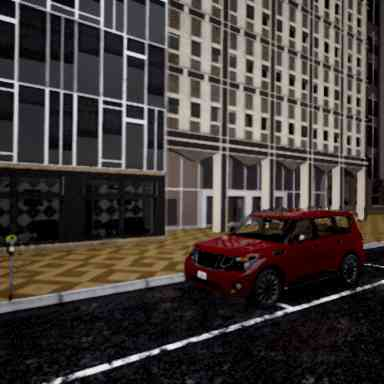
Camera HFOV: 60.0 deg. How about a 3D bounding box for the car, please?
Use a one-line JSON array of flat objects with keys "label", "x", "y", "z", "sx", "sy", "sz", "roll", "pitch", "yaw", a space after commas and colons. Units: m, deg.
[{"label": "car", "x": 2.257, "y": 1.379, "z": 8.165, "sx": 5.009, "sy": 1.841, "sz": 2.192, "roll": 1, "pitch": 0, "yaw": -36}]
